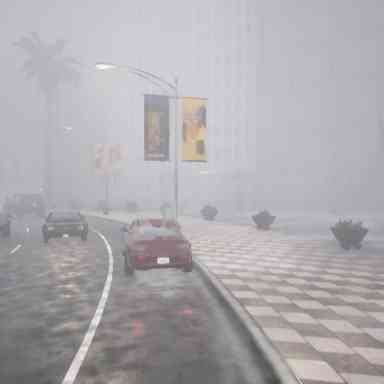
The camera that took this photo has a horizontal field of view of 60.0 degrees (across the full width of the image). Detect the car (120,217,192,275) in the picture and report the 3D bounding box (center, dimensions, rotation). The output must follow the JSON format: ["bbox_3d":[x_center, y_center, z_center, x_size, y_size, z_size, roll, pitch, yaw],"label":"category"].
[{"bbox_3d":[-1.227,1.524,10.446,1.812,1.442,4.674,0,0,-13],"label":"car"}]

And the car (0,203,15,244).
[{"bbox_3d":[-9.638,1.498,15.368,1.837,1.490,4.892,0,0,-22],"label":"car"}]

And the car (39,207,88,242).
[{"bbox_3d":[-6.310,1.595,16.495,1.895,1.301,4.718,0,0,-22],"label":"car"}]

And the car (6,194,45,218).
[{"bbox_3d":[-15.457,1.202,30.606,2.150,2.045,5.566,0,0,-44],"label":"car"}]
